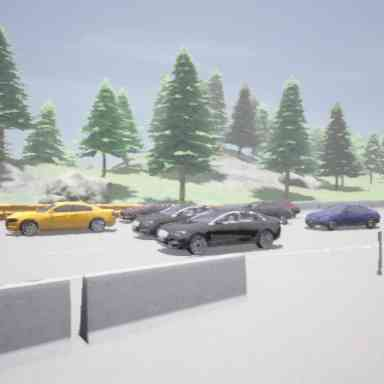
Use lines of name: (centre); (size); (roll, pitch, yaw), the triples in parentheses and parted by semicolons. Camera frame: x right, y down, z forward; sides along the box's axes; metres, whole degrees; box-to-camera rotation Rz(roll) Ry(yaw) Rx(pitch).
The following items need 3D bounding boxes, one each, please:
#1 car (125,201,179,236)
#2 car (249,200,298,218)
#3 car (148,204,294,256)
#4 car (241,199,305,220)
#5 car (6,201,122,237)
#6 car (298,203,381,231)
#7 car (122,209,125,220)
car: (-0.332, 1.330, 15.709); (4.902, 1.511, 2.128); (1, 0, -27)
car: (4.337, 1.363, 21.653); (4.674, 1.442, 1.812); (0, 1, -21)
car: (1.132, 1.377, 12.530); (4.902, 1.511, 2.128); (1, 0, -27)
car: (6.339, 1.329, 26.156); (4.674, 1.442, 1.812); (0, 1, -20)
car: (-6.342, 1.229, 16.465); (5.008, 1.535, 1.882); (1, 0, -30)
car: (8.939, 1.418, 19.659); (4.674, 1.442, 1.812); (0, 1, -20)
car: (-2.214, 1.298, 22.655); (5.357, 1.411, 2.033); (1, 1, -25)
